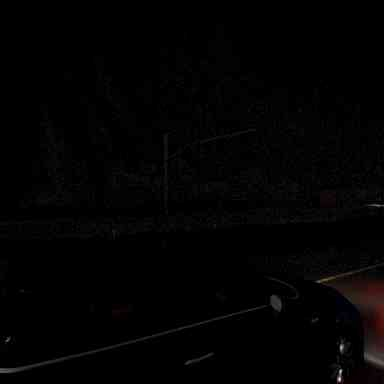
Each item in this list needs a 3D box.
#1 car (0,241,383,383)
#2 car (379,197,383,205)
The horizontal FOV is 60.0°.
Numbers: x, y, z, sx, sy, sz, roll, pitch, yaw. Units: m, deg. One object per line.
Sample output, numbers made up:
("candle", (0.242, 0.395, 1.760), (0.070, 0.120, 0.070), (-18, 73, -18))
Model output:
("car", (-0.078, 1.351, 3.692), (4.553, 1.767, 2.097), (0, 0, -36))
("car", (31.664, 1.243, 53.045), (4.892, 1.490, 1.837), (0, 0, -36))
